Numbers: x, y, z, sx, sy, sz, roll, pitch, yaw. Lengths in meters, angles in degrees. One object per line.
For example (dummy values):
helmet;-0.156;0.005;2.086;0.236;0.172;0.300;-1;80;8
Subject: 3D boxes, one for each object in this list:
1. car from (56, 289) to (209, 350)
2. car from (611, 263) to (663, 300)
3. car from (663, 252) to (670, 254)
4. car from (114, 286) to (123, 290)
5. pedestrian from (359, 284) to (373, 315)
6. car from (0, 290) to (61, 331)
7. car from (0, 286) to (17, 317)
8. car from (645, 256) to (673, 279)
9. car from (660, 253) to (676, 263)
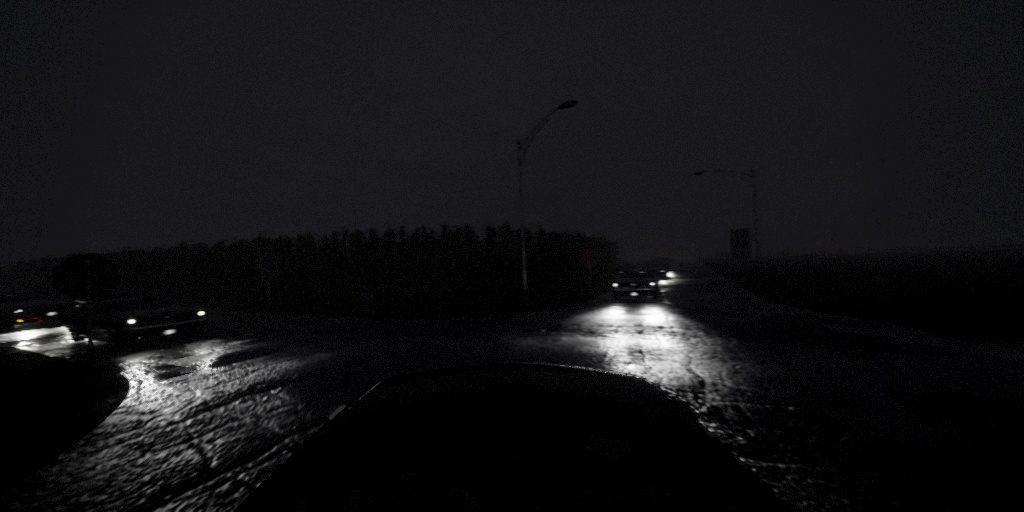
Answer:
car;-11.191;1.811;10.657;4.718;1.301;1.895;-2;-1;27
car;5.817;1.225;16.658;1.895;1.301;4.718;-3;-1;23
car;22.686;0.233;52.143;1.882;1.535;5.008;-3;-1;25
car;-22.417;2.255;19.271;5.357;1.411;2.033;-2;-1;25
pedestrian;-5.741;1.637;14.245;0.375;1.300;0.375;-3;-2;25
car;-19.440;2.109;14.596;4.181;1.385;1.994;-2;-1;25
car;-28.183;2.405;18.738;4.892;1.490;1.837;-2;-1;25
car;11.150;1.022;28.053;2.033;1.411;5.357;-3;-1;25
car;16.137;0.823;38.511;2.128;1.511;4.902;-3;-1;26
